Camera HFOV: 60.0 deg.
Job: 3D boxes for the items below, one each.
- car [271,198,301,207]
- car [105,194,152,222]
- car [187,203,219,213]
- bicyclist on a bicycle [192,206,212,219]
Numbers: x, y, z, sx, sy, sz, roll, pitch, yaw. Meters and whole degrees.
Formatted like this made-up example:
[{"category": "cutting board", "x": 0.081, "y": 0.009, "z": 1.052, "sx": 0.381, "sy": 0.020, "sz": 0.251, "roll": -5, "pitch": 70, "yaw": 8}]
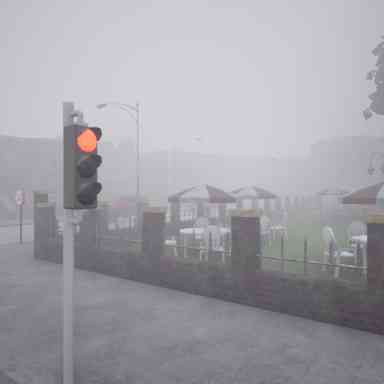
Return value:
[{"category": "car", "x": 13.679, "y": 1.527, "z": 47.313, "sx": 4.674, "sy": 1.442, "sz": 1.812, "roll": 0, "pitch": 0, "yaw": -4}, {"category": "car", "x": -5.660, "y": 1.221, "z": 27.075, "sx": 2.150, "sy": 2.045, "sz": 5.566, "roll": 0, "pitch": 0, "yaw": 35}, {"category": "car", "x": 1.709, "y": 1.222, "z": 37.630, "sx": 2.150, "sy": 2.045, "sz": 5.566, "roll": 0, "pitch": 0, "yaw": 34}, {"category": "bicyclist on a bicycle", "x": 0.664, "y": 1.340, "z": 21.467, "sx": 1.656, "sy": 1.620, "sz": 0.582, "roll": 0, "pitch": 0, "yaw": 36}]
